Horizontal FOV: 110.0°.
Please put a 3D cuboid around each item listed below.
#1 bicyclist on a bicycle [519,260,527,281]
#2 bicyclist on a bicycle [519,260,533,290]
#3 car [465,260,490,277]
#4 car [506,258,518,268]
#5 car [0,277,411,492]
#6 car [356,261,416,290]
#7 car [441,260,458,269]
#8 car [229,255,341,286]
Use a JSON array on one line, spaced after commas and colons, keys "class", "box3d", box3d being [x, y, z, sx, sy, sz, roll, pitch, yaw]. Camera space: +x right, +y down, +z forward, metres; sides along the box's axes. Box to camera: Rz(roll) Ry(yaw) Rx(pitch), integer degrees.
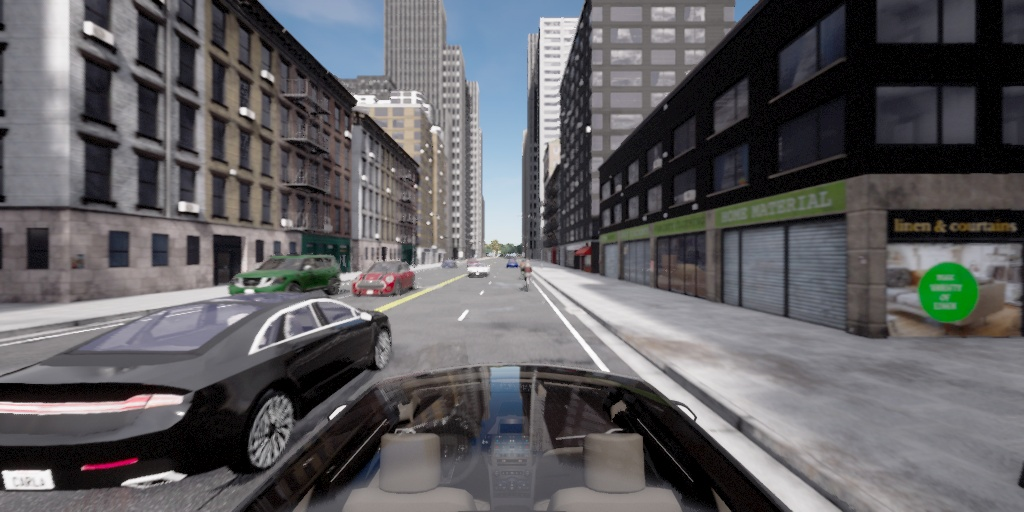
[{"class": "bicyclist on a bicycle", "box3d": [0.895, 1.183, 29.652, 0.582, 1.620, 1.656, 0, 0, 0]}, {"class": "bicyclist on a bicycle", "box3d": [0.894, 1.107, 20.454, 0.659, 1.776, 1.843, 0, 0, 0]}, {"class": "car", "box3d": [-3.148, 1.328, 35.063, 1.895, 1.301, 4.718, 0, 0, 0]}, {"class": "car", "box3d": [0.071, 1.270, 59.499, 1.994, 1.385, 4.181, 0, 0, 0]}, {"class": "car", "box3d": [-3.149, 1.239, 4.761, 2.128, 1.511, 4.902, 0, 0, 0]}, {"class": "car", "box3d": [-6.597, 1.089, 18.919, 2.097, 1.767, 4.553, 0, 0, 0]}, {"class": "car", "box3d": [-9.796, 1.255, 56.451, 2.033, 1.411, 5.357, 0, 0, 1]}, {"class": "car", "box3d": [-9.848, 0.959, 16.202, 2.150, 2.045, 5.566, 0, 0, 0]}]
